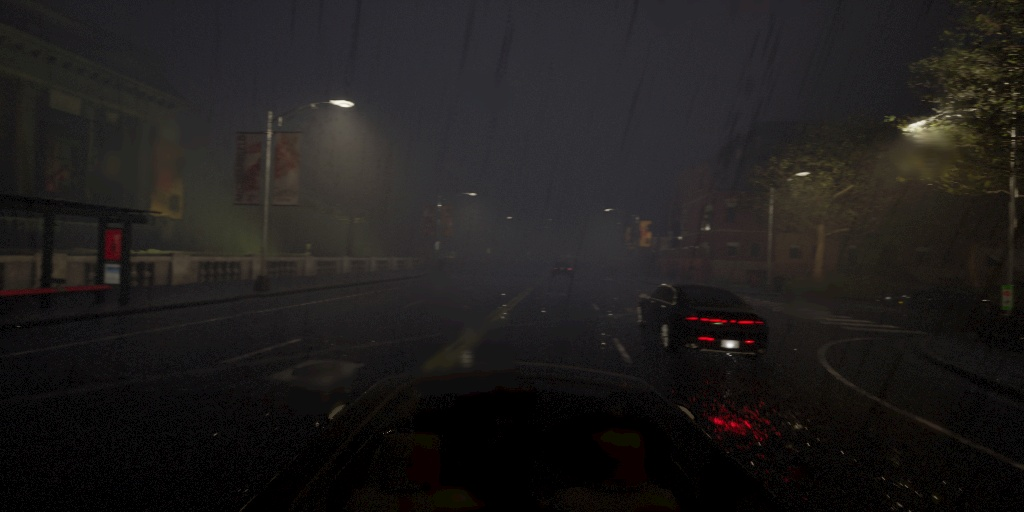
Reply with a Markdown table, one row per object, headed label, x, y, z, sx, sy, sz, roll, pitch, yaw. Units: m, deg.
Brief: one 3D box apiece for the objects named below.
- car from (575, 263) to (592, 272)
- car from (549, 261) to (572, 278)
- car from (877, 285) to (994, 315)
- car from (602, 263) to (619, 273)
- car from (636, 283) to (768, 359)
| label | x | y | z | sx | sy | sz | roll | pitch | yaw |
| --- | --- | --- | --- | --- | --- | --- | --- | --- | --- |
| car | 11.950 | 1.841 | 59.855 | 1.837 | 1.490 | 4.892 | 2 | 0 | 29 |
| car | 5.589 | 1.396 | 39.737 | 2.097 | 1.767 | 4.553 | 2 | 0 | 9 |
| car | 22.351 | 2.234 | 19.075 | 4.181 | 1.385 | 1.994 | 2 | 0 | 8 |
| car | 16.793 | 2.023 | 61.095 | 2.128 | 1.511 | 4.902 | 2 | 0 | 33 |
| car | 4.527 | 1.449 | 9.228 | 1.837 | 1.490 | 4.892 | 2 | 0 | 9 |
